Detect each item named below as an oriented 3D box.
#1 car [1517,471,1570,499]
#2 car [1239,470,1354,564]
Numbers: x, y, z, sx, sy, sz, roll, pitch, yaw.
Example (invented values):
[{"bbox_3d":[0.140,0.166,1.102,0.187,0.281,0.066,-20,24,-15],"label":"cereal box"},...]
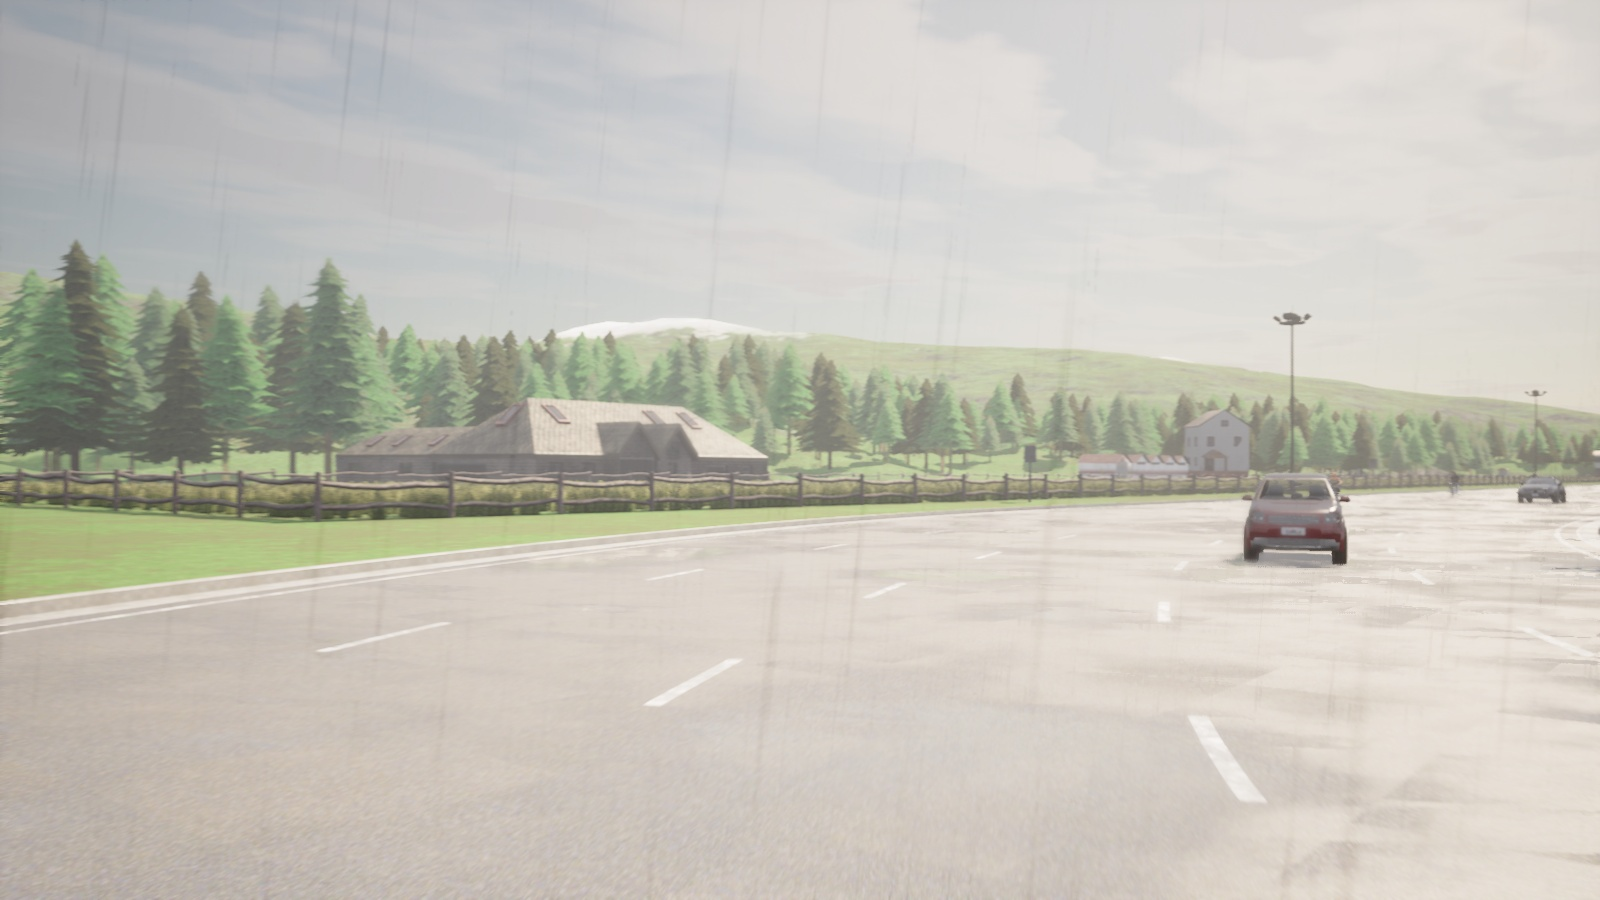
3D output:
[{"bbox_3d":[40.340,1.856,68.053,1.812,1.442,4.674,-1,-1,39],"label":"car"},{"bbox_3d":[9.027,1.141,22.791,1.789,1.549,3.705,-1,-1,23],"label":"car"}]
